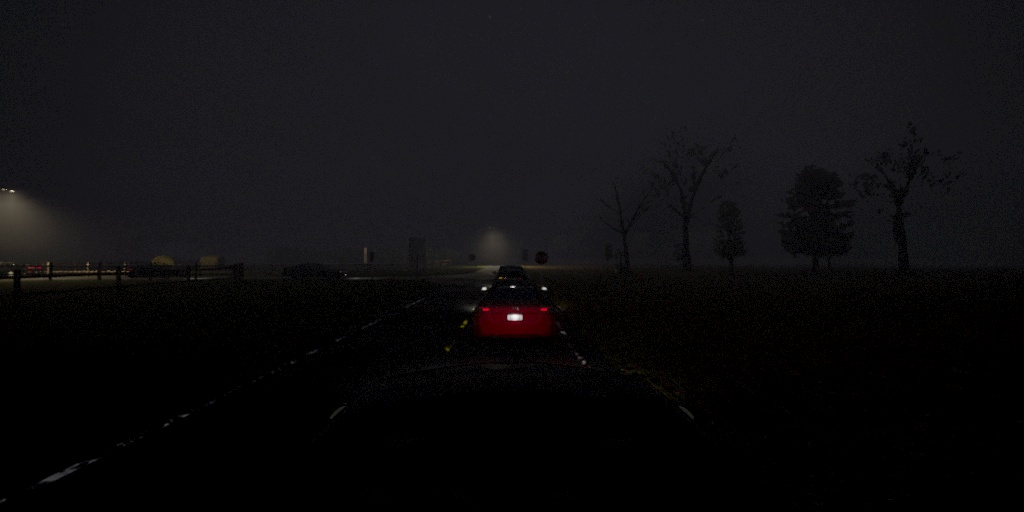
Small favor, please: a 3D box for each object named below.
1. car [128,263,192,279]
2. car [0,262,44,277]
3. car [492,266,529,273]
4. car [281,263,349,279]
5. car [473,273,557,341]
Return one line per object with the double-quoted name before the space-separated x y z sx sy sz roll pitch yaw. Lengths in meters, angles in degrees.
"car" -31.016 1.322 31.688 4.181 1.385 1.994 0 -1 -3
"car" -47.173 1.292 33.555 4.892 1.490 1.837 0 -1 -4
"car" -0.077 1.296 20.825 1.837 1.490 4.892 0 0 -2
"car" -17.614 1.323 32.182 5.357 1.411 2.033 0 -1 -1
"car" 0.065 1.331 9.945 1.994 1.385 4.181 0 0 0
